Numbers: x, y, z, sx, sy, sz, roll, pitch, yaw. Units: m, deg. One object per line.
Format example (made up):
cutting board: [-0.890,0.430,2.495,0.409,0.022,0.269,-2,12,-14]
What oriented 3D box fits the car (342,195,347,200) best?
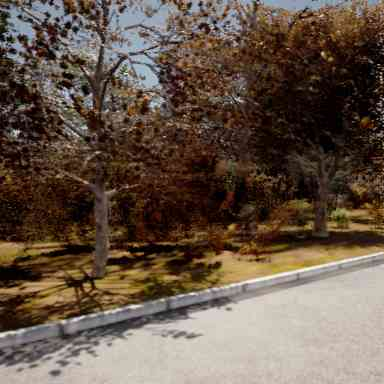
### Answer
car: [33.362,2.101,78.745,2.002,1.452,4.674,0,0,-36]

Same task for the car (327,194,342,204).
car: [30.981,1.822,77.074,2.435,2.045,5.566,0,0,-36]

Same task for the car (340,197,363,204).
car: [40.074,2.069,83.507,2.163,1.488,4.792,0,0,-36]

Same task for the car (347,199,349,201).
car: [35.524,2.053,80.295,2.097,1.535,5.008,0,0,-36]
